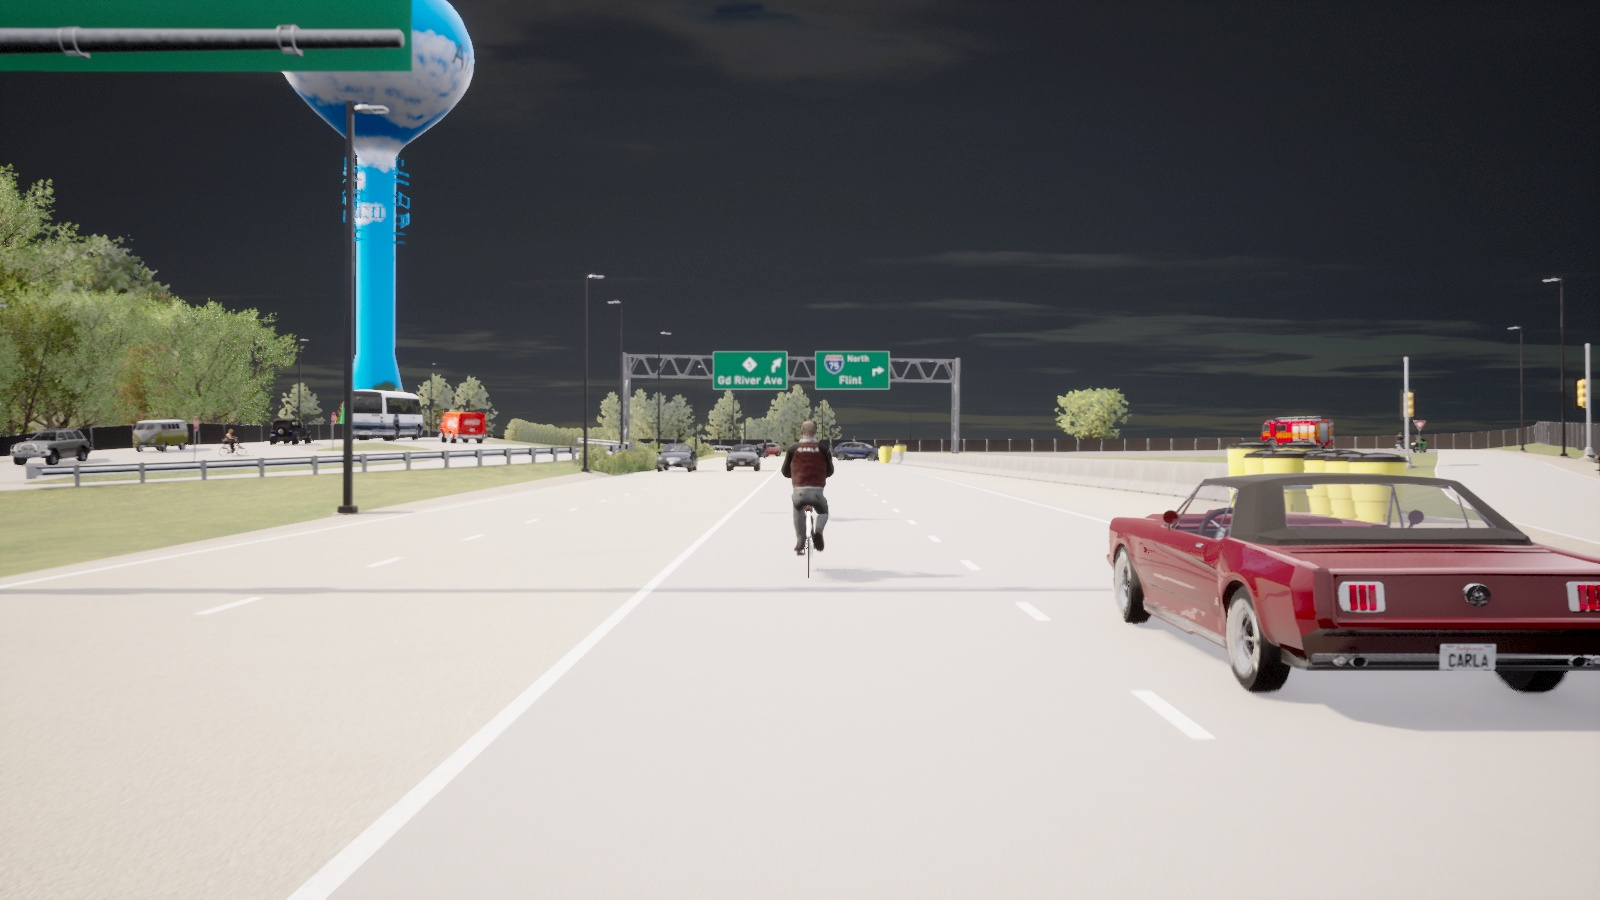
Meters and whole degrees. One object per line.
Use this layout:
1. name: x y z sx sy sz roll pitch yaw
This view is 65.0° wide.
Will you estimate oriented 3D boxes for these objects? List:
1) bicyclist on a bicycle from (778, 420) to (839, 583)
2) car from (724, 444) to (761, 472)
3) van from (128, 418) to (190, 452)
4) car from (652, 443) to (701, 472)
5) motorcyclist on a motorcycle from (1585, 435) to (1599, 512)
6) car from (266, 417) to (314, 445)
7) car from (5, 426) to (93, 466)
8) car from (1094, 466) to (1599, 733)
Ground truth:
1. bicyclist on a bicycle: 0.099 0.551 14.570 0.659 1.776 1.843 0 0 0
2. car: -3.093 0.429 68.671 1.816 1.474 4.193 0 0 0
3. van: -40.155 -0.955 78.777 1.775 1.987 4.442 0 3 -3
4. car: -6.600 0.370 67.605 2.128 1.511 4.902 0 0 0
5. motorcyclist on a motorcycle: 16.295 0.453 25.003 0.797 1.523 2.044 0 1 22
6. car: -36.712 -1.388 90.531 1.905 1.878 3.866 0 2 0
7. car: -39.724 -0.248 66.559 1.932 1.855 4.605 0 3 -2
8. car: 3.566 0.809 8.883 1.895 1.301 4.718 0 0 0
